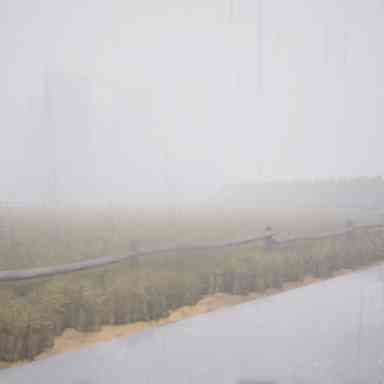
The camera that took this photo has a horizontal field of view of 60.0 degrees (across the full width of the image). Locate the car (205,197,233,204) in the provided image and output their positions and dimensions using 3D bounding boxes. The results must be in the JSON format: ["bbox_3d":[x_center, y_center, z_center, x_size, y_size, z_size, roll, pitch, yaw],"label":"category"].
[{"bbox_3d":[3.809,1.632,47.265,1.895,1.301,4.718,0,0,-35],"label":"car"}]

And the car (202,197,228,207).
[{"bbox_3d":[3.607,1.556,53.098,1.812,1.442,4.674,0,0,-32],"label":"car"}]
